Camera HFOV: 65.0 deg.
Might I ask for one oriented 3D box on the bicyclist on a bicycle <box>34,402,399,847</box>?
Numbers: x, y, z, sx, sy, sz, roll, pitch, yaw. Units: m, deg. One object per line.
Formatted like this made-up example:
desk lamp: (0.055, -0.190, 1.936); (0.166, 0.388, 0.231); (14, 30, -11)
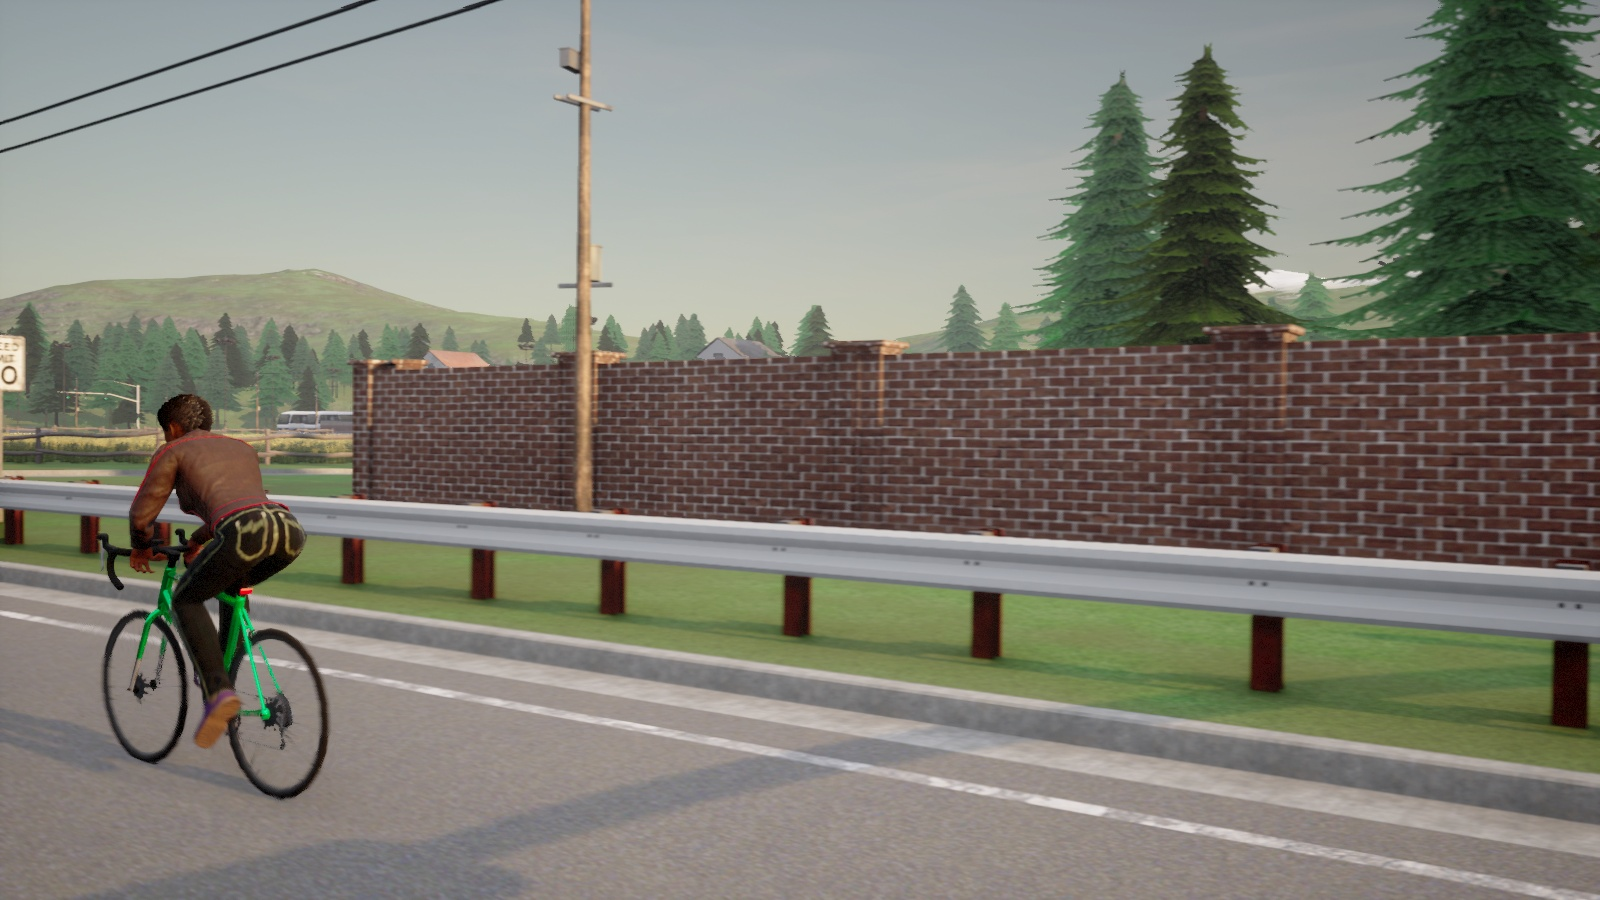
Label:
bicyclist on a bicycle: (-2.476, 0.635, 5.268); (1.656, 1.620, 0.582); (0, 1, 34)
